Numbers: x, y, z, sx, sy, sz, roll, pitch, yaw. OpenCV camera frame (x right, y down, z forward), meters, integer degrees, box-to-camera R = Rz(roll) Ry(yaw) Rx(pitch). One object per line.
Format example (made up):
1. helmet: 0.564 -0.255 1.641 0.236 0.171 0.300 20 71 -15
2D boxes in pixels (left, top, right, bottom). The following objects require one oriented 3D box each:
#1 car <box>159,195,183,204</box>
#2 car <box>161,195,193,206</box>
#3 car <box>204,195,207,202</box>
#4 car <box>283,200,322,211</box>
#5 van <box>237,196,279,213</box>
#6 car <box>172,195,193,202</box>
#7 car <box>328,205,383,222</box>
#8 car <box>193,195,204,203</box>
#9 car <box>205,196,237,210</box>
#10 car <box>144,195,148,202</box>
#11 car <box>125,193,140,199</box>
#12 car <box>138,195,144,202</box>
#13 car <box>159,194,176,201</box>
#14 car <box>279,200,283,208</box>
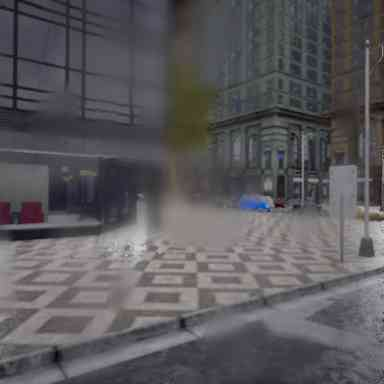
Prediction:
1. car: -3.663 1.244 57.440 1.812 1.442 4.674 1 0 -35
2. car: -2.322 1.308 50.766 1.752 1.417 4.829 2 0 -35
3. car: 4.545 1.409 55.820 2.008 1.369 4.403 2 0 -35
4. car: 14.249 1.649 42.040 1.947 1.339 4.313 1 0 -35
5. van: 7.289 1.346 37.124 1.690 1.788 3.998 1 0 -35
6. car: -1.924 1.247 65.005 2.008 1.369 4.403 2 0 -35
7. car: 13.854 1.652 27.794 1.752 1.417 4.829 1 0 -35
8. car: 1.314 1.217 60.413 1.967 1.590 4.097 2 0 -35
9. car: 4.050 1.486 41.716 2.008 1.369 4.403 2 0 -35
10. car: -5.654 1.249 55.497 2.008 1.369 4.403 2 0 -35
11. car: -14.861 0.927 83.373 1.887 1.381 4.507 2 0 -35
12. car: -8.889 1.169 60.090 2.008 1.369 4.403 2 0 -35
13. car: -5.159 1.198 69.597 1.802 1.307 4.206 2 0 -35
14. car: 11.016 1.558 46.632 1.887 1.381 4.507 2 0 -35
